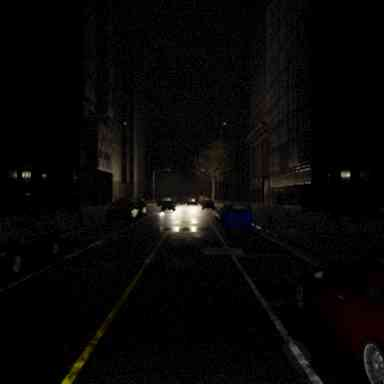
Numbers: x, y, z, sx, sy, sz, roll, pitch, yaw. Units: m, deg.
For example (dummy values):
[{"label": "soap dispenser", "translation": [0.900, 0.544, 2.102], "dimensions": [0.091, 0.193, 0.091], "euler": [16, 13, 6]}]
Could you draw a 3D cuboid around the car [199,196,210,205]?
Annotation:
[{"label": "car", "translation": [2.902, 1.958, 78.223], "dimensions": [2.192, 1.841, 5.009], "euler": [0, -1, 0]}]

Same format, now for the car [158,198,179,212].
[{"label": "car", "translation": [-3.060, 1.860, 43.945], "dimensions": [1.837, 1.490, 4.892], "euler": [0, 0, 0]}]

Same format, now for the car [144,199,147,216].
[{"label": "car", "translation": [-5.648, 1.593, 33.133], "dimensions": [2.192, 1.841, 5.009], "euler": [0, 0, 0]}]

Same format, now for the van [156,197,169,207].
[{"label": "van", "translation": [-5.631, 1.830, 61.325], "dimensions": [1.690, 1.788, 3.998], "euler": [0, 0, 0]}]

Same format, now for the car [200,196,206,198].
[{"label": "car", "translation": [2.893, 1.929, 61.304], "dimensions": [1.967, 1.590, 4.097], "euler": [0, 0, 0]}]

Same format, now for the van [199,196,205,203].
[{"label": "van", "translation": [2.912, 2.145, 95.141], "dimensions": [1.690, 1.788, 3.998], "euler": [0, -1, 0]}]

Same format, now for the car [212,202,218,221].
[{"label": "car", "translation": [2.875, 1.762, 27.636], "dimensions": [1.752, 1.417, 4.829], "euler": [0, 0, 0]}]

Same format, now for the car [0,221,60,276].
[{"label": "car", "translation": [-5.662, 1.648, 10.573], "dimensions": [2.008, 1.369, 4.403], "euler": [0, -1, 0]}]

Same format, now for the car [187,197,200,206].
[{"label": "car", "translation": [0.038, 2.099, 67.045], "dimensions": [1.994, 1.385, 4.181], "euler": [0, -1, 0]}]

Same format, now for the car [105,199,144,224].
[{"label": "car", "translation": [-5.651, 1.551, 27.493], "dimensions": [2.192, 1.841, 5.009], "euler": [0, 0, 0]}]

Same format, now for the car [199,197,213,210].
[{"label": "car", "translation": [2.378, 1.914, 48.607], "dimensions": [1.812, 1.442, 4.674], "euler": [0, 0, 0]}]

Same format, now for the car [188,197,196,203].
[{"label": "car", "translation": [0.049, 2.067, 85.378], "dimensions": [1.882, 1.535, 5.008], "euler": [0, -1, 0]}]

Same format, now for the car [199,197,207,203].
[{"label": "car", "translation": [2.909, 2.190, 89.501], "dimensions": [1.967, 1.590, 4.097], "euler": [0, -1, 0]}]

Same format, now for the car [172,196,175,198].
[{"label": "car", "translation": [-5.623, 2.083, 78.241], "dimensions": [1.967, 1.590, 4.097], "euler": [0, -1, 0]}]

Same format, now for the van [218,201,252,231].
[{"label": "van", "translation": [2.871, 1.533, 21.826], "dimensions": [1.690, 1.788, 3.998], "euler": [0, 0, 0]}]

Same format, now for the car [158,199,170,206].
[{"label": "car", "translation": [-5.629, 2.103, 66.962], "dimensions": [1.947, 1.339, 4.313], "euler": [0, 0, 0]}]

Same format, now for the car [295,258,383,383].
[{"label": "car", "translation": [2.860, 1.628, 4.906], "dimensions": [1.802, 1.307, 4.206], "euler": [0, -1, 0]}]

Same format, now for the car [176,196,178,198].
[{"label": "car", "translation": [-5.613, 2.386, 95.156], "dimensions": [1.802, 1.307, 4.206], "euler": [0, -1, 0]}]
